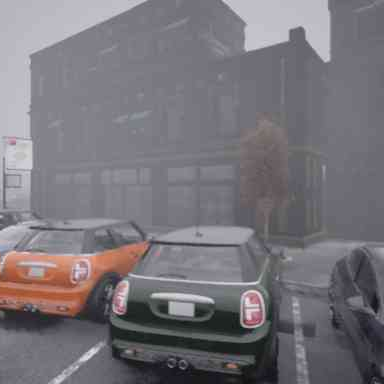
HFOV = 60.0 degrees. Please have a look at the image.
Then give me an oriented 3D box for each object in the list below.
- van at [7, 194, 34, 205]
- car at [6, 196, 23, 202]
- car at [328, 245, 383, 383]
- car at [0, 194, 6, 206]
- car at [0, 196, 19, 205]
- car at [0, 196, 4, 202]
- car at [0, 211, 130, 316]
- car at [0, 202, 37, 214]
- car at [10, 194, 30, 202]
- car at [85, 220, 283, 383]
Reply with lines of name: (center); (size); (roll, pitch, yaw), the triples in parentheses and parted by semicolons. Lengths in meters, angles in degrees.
van: (-32.773, 1.462, 63.448); (4.442, 1.987, 1.878); (-1, 0, 14)
car: (-25.457, 1.654, 43.821); (4.792, 1.488, 2.163); (1, 1, 14)
car: (2.905, 1.515, 4.039); (2.163, 1.488, 4.792); (0, -1, 16)
car: (-36.012, 1.431, 58.418); (5.566, 2.045, 2.435); (-1, -1, 14)
car: (-34.378, 1.559, 60.932); (4.553, 1.767, 2.185); (-1, -1, 14)
car: (-27.055, 1.372, 41.380); (5.566, 2.045, 2.435); (1, 0, 14)
car: (-1.989, 1.372, 7.537); (2.185, 1.767, 4.553); (0, -1, 16)
car: (-6.845, 1.389, 11.090); (2.185, 1.767, 4.553); (0, -1, 15)
car: (-23.802, 1.375, 46.284); (5.566, 2.045, 2.435); (1, 1, 14)
car: (0.451, 1.365, 5.790); (2.185, 1.767, 4.553); (0, -1, 16)
